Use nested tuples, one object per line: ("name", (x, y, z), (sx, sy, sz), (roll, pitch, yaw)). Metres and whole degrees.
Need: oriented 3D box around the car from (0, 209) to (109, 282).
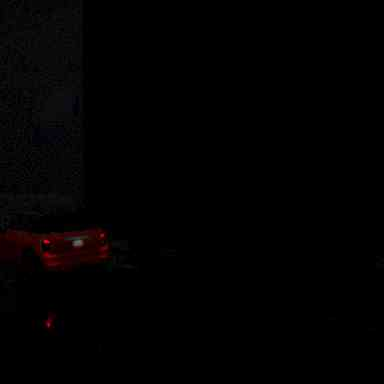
("car", (-4.509, 1.350, 10.133), (4.553, 1.767, 2.097), (0, 0, 44))
